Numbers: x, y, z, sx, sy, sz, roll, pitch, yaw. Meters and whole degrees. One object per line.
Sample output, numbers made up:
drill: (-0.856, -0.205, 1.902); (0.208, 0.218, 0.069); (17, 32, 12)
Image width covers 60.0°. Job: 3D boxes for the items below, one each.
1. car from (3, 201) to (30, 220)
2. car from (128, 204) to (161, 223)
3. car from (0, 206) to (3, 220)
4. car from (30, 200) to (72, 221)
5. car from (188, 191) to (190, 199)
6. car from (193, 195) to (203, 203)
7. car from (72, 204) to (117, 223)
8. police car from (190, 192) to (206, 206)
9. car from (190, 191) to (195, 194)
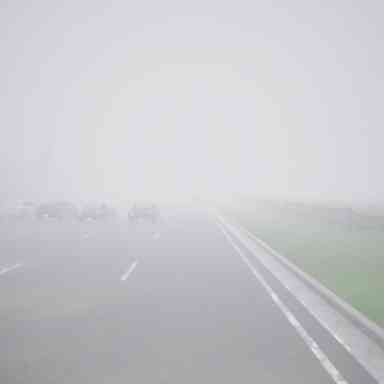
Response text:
car: (-13.892, 1.417, 27.087); (1.812, 1.442, 4.674); (0, 0, 0)
car: (-3.393, 1.503, 24.566); (1.895, 1.301, 4.718); (0, 0, 0)
car: (-3.399, 1.216, 1.246); (2.150, 2.045, 5.566); (0, 0, 0)
car: (-10.394, 1.400, 26.019); (1.837, 1.490, 4.892); (0, 0, 0)
car: (0.023, 0.996, 84.051); (1.882, 1.535, 5.008); (0, 0, 0)
car: (1.066, 1.263, 61.097); (1.837, 1.490, 4.892); (0, 0, 0)
car: (-6.893, 1.502, 24.567); (1.895, 1.301, 4.718); (0, 0, 0)
police car: (1.064, 1.222, 51.207); (1.930, 1.638, 5.238); (0, 0, 0)
car: (1.068, 1.085, 67.067); (2.097, 1.767, 4.553); (0, 0, 0)
